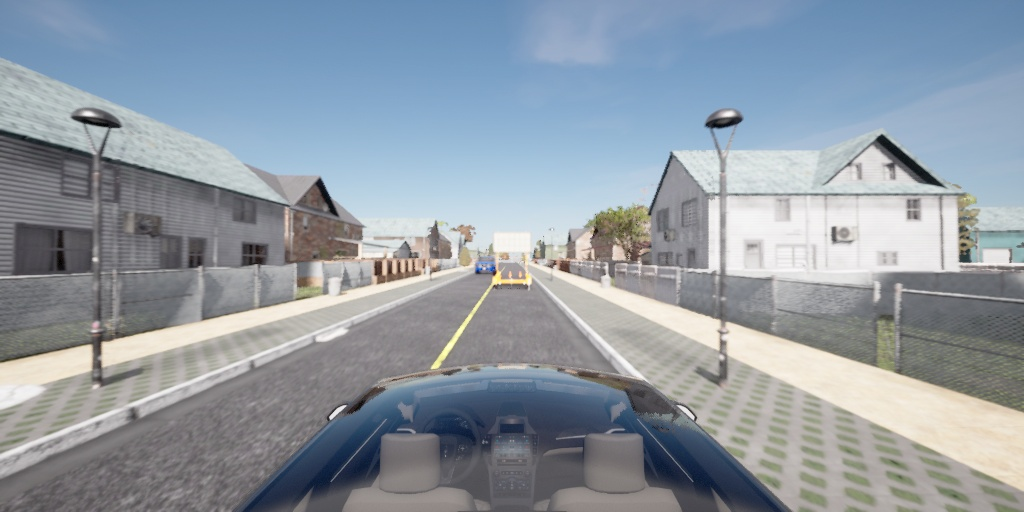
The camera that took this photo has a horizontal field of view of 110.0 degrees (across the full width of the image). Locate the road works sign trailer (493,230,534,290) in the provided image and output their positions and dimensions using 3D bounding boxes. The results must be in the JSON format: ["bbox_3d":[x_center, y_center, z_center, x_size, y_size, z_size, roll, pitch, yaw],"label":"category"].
[{"bbox_3d":[0.007,0.215,22.175,2.380,3.560,2.880,0,0,0],"label":"road works sign trailer"}]

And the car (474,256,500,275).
[{"bbox_3d":[-2.847,0.998,39.812,2.150,2.045,5.566,0,0,0],"label":"car"}]
